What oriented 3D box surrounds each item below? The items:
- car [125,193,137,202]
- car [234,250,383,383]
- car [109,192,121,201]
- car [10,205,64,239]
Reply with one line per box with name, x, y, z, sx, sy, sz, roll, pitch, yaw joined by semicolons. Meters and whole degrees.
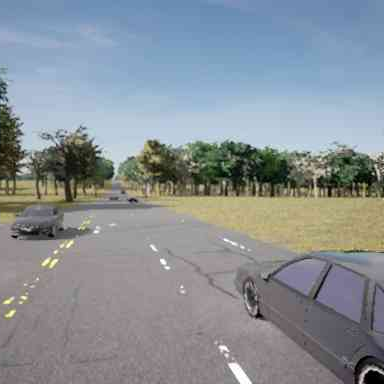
car;-12.062;1.372;66.596;1.895;1.301;4.718;0;0;-13
car;2.292;1.542;4.535;2.033;1.411;5.357;0;0;-13
car;-17.733;1.185;75.530;1.882;1.535;5.008;0;0;-12
car;-7.835;1.459;17.232;1.837;1.490;4.892;0;0;-13
